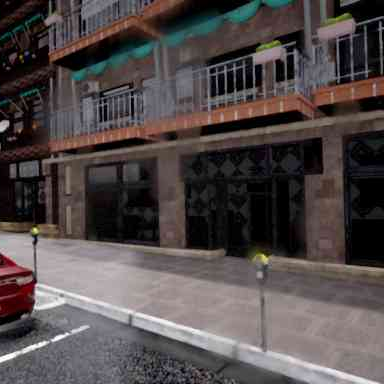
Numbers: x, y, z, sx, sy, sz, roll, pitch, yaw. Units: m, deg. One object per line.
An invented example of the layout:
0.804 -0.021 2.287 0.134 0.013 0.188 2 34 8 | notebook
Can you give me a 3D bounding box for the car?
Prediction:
-4.668 1.548 6.080 4.507 1.381 1.887 0 -1 36 | car
